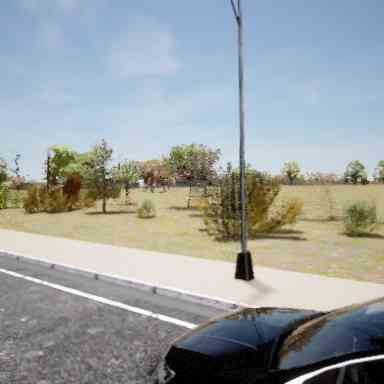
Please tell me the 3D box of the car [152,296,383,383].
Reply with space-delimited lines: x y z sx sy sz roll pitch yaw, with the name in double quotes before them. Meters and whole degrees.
"car" 1.887 1.506 2.211 4.892 1.490 1.837 0 0 36
